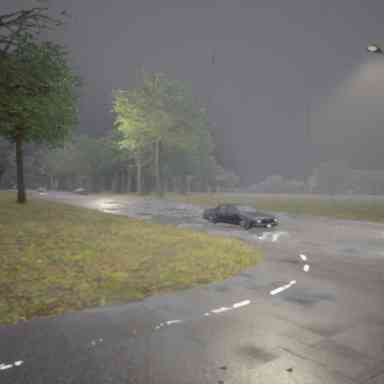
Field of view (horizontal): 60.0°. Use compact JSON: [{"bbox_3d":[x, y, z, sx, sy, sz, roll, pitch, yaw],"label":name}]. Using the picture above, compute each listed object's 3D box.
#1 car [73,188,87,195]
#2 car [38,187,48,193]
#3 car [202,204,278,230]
[{"bbox_3d":[-23.613,-0.062,70.183,1.812,1.442,4.674,-1,2,-35],"label":"car"},{"bbox_3d":[-37.250,-0.466,83.236,2.128,1.511,4.902,-1,2,-33],"label":"car"},{"bbox_3d":[2.816,1.450,20.887,2.033,1.411,5.357,-1,2,-35],"label":"car"}]
